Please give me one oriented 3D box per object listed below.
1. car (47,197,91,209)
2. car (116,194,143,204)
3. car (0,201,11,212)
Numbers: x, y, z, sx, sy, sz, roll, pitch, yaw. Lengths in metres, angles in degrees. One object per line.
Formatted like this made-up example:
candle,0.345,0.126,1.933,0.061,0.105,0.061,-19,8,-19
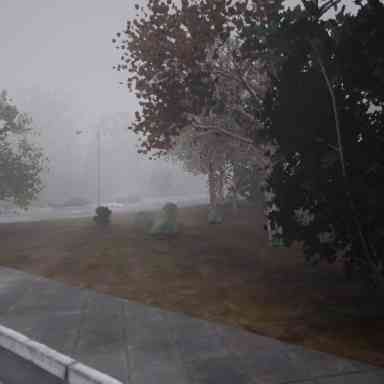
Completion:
car,-15.903,1.354,43.290,2.033,1.411,5.357,0,2,39
car,-9.619,0.982,51.069,1.994,1.385,4.181,0,3,39
car,-22.141,1.531,35.548,1.837,1.490,4.892,0,1,39
